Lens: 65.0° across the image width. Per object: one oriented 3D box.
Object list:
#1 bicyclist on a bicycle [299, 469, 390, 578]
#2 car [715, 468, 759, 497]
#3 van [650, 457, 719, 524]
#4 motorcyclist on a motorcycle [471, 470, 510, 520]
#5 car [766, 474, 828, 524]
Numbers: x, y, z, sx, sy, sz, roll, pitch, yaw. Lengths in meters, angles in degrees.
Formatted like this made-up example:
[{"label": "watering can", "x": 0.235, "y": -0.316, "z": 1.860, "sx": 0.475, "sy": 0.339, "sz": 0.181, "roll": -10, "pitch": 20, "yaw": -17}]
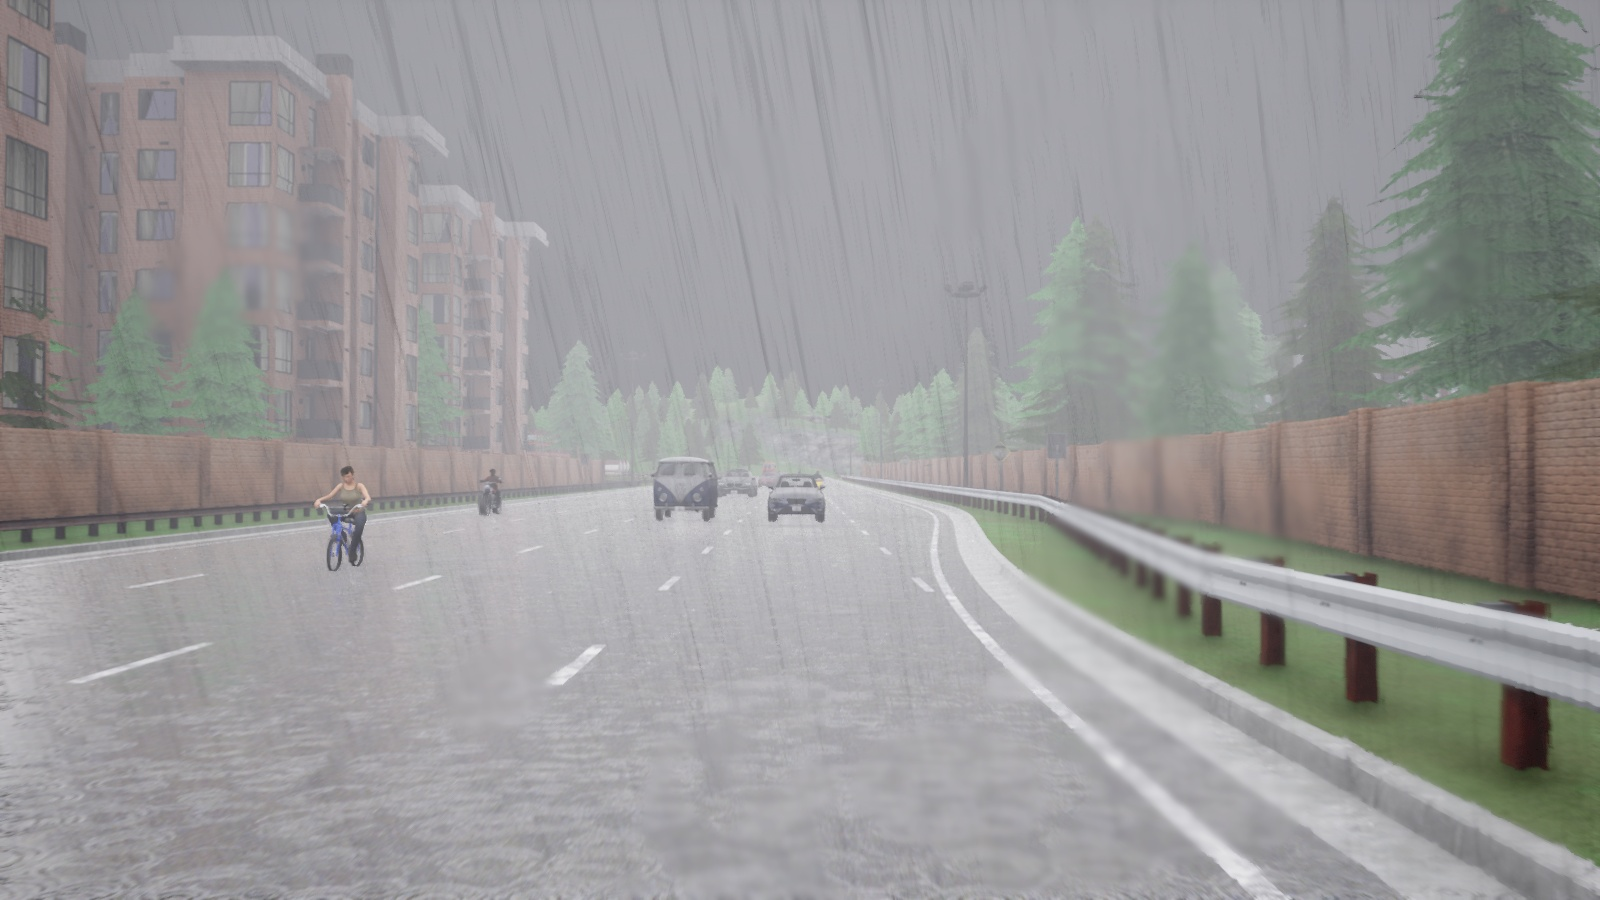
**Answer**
[{"label": "bicyclist on a bicycle", "x": -7.045, "y": 1.108, "z": 19.514, "sx": 0.866, "sy": 1.612, "sz": 1.509, "roll": 0, "pitch": -1, "yaw": 0}, {"label": "car", "x": -3.753, "y": 1.951, "z": 75.954, "sx": 2.242, "sy": 1.667, "sz": 4.611, "roll": 0, "pitch": -1, "yaw": 2}, {"label": "van", "x": -3.598, "y": 1.254, "z": 39.816, "sx": 1.775, "sy": 1.987, "sz": 4.442, "roll": 0, "pitch": -1, "yaw": 0}, {"label": "motorcyclist on a motorcycle", "x": -10.605, "y": 1.531, "z": 43.063, "sx": 0.766, "sy": 1.649, "sz": 2.350, "roll": 0, "pitch": -1, "yaw": 0}, {"label": "car", "x": -0.096, "y": 1.492, "z": 39.444, "sx": 1.816, "sy": 1.474, "sz": 4.193, "roll": 0, "pitch": -1, "yaw": 0}]
